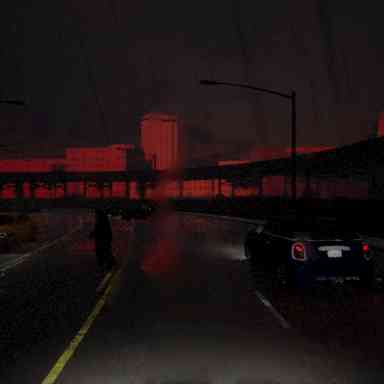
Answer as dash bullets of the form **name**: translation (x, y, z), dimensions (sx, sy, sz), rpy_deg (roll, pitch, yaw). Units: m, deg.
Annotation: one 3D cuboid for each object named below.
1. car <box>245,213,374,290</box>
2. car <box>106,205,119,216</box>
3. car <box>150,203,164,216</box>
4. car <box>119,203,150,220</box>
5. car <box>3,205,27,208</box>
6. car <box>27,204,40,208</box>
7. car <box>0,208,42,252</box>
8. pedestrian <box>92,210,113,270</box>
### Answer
- **car**: translation (2.978, 1.417, 9.465), dimensions (2.097, 1.767, 4.553), rpy_deg (0, -1, -5)
- **car**: translation (-10.097, 2.444, 44.304), dimensions (1.994, 1.385, 4.181), rpy_deg (0, -1, -27)
- **car**: translation (-5.103, 2.139, 41.801), dimensions (2.097, 1.767, 4.553), rpy_deg (0, -1, -23)
- **car**: translation (-6.148, 2.127, 35.125), dimensions (1.882, 1.535, 5.008), rpy_deg (0, -1, -19)
- **car**: translation (-27.160, 2.700, 50.141), dimensions (1.882, 1.535, 5.008), rpy_deg (1, -2, -45)
- **car**: translation (-26.087, 2.760, 54.013), dimensions (5.008, 1.535, 1.882), rpy_deg (-2, -2, 44)
- **car**: translation (-8.385, 1.660, 14.797), dimensions (1.882, 1.535, 5.008), rpy_deg (0, -1, -9)
- **pedestrian**: translation (-2.682, 1.371, 9.956), dimensions (0.375, 1.860, 0.375), rpy_deg (-1, 0, -6)
